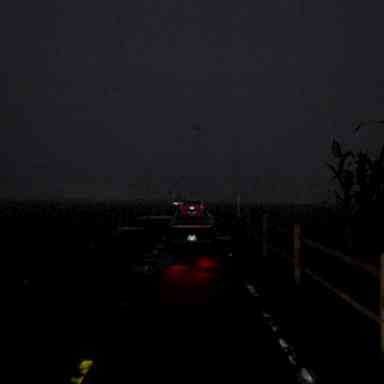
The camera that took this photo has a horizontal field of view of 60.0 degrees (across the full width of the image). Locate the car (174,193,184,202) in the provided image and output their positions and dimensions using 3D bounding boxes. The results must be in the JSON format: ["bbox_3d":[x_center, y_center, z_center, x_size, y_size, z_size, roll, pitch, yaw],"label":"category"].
[{"bbox_3d":[-2.750,1.272,74.707,2.150,2.045,5.566,0,0,0],"label":"car"}]

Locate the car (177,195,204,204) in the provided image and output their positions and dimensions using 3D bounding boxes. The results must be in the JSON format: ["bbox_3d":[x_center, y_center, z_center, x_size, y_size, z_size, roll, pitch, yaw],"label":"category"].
[{"bbox_3d":[0.000,1.373,29.623,2.097,1.767,4.553,0,0,0],"label":"car"}]

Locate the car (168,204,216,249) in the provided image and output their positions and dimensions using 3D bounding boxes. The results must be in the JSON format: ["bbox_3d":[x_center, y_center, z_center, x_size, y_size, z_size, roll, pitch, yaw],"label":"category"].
[{"bbox_3d":[0.000,1.494,14.652,2.128,1.511,4.902,0,0,0],"label":"car"}]
